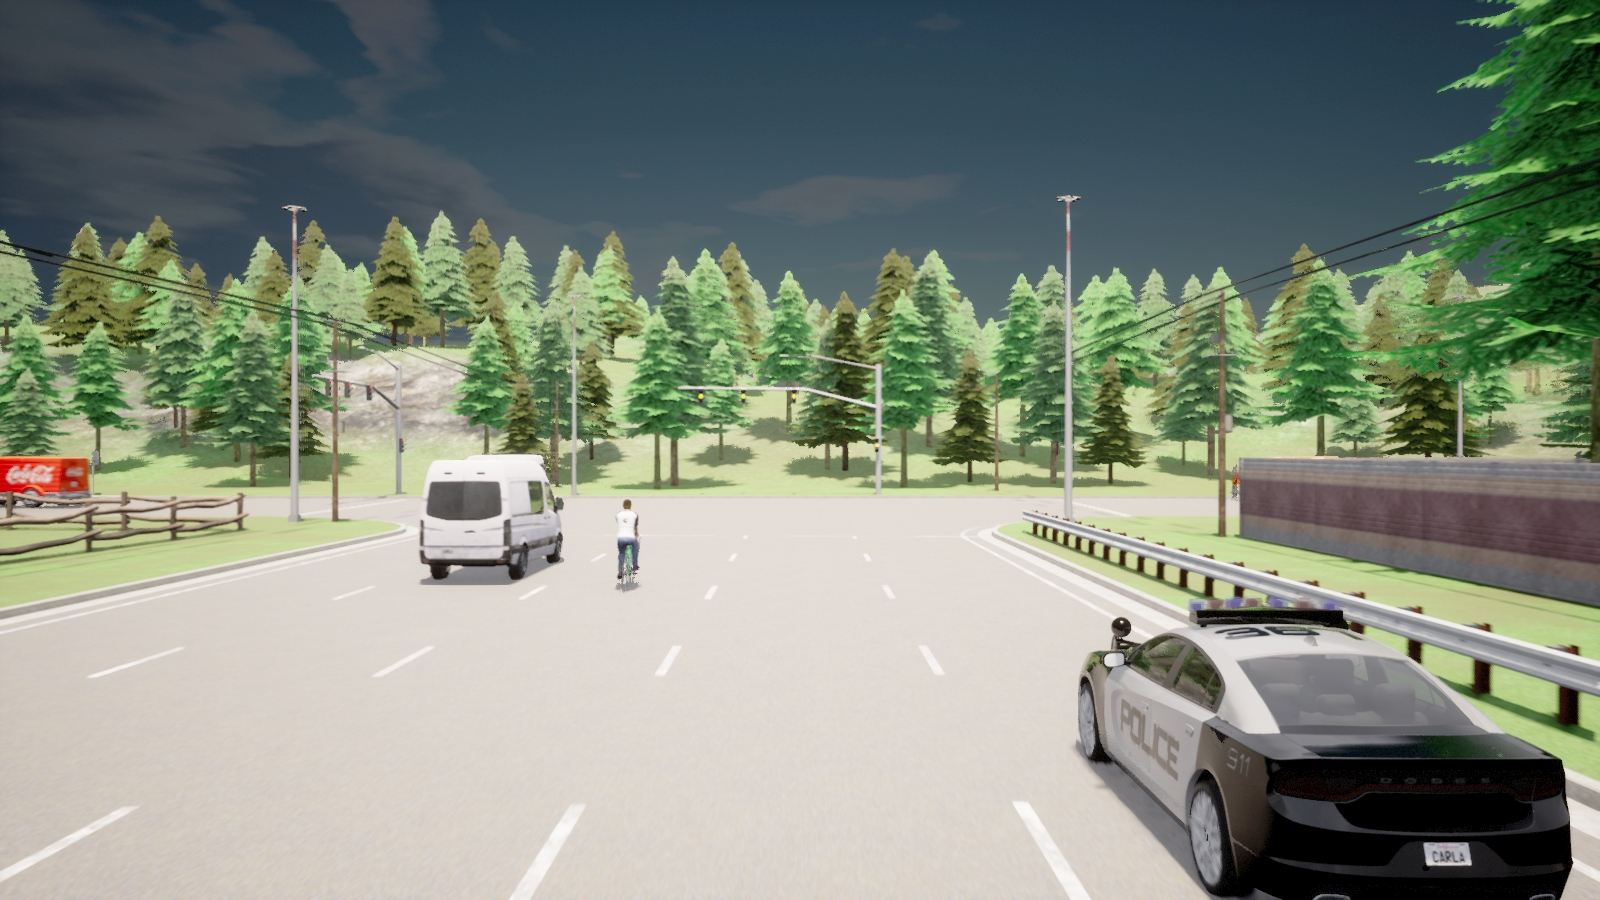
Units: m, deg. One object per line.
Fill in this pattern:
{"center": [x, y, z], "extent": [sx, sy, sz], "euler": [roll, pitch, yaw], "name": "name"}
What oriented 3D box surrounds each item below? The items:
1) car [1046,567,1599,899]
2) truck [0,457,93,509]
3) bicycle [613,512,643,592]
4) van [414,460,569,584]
{"center": [3.501, 1.982, 8.763], "extent": [2.097, 1.638, 5.238], "euler": [0, 0, 0], "name": "car"}
{"center": [-38.052, 1.568, 56.022], "extent": [5.204, 2.467, 2.627], "euler": [0, 0, 1], "name": "truck"}
{"center": [-3.498, 2.056, 23.301], "extent": [0.373, 1.496, 1.643], "euler": [0, 0, 0], "name": "bicycle"}
{"center": [-6.993, 1.530, 26.636], "extent": [1.988, 2.561, 5.915], "euler": [0, -1, 0], "name": "van"}
